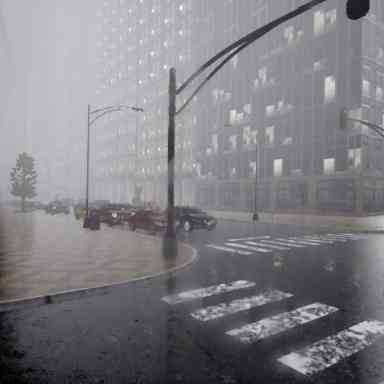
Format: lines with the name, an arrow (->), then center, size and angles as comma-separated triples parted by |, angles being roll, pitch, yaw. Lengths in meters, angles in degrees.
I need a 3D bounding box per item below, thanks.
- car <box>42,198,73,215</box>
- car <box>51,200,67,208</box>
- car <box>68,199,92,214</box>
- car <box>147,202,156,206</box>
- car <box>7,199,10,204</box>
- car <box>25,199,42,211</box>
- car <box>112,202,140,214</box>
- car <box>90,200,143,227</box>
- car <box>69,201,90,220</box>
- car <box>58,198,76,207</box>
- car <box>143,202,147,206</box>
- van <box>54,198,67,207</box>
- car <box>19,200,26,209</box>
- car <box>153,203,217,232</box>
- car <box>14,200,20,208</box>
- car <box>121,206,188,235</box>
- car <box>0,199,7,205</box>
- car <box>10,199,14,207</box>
car -> -15.346, 1.742, 37.966 | 1.967, 1.590, 4.097 | 1, -1, -35
car -> -24.455, 2.165, 61.058 | 1.812, 1.442, 4.674 | 1, -1, -34
car -> -12.044, 1.821, 37.802 | 2.128, 1.511, 4.902 | 1, -1, -35
car -> -5.221, 1.838, 38.119 | 1.967, 1.590, 4.097 | 1, -1, -35
car -> -34.915, 2.212, 65.890 | 1.802, 1.307, 4.206 | 1, -1, -35
car -> -21.869, 1.962, 47.273 | 2.008, 1.369, 4.403 | 1, -1, -35
car -> -8.580, 1.980, 42.911 | 1.752, 1.417, 4.829 | 1, -1, -35
car -> -5.561, 1.578, 24.003 | 1.967, 1.590, 4.097 | 1, -1, -35
car -> -8.725, 1.716, 28.517 | 1.752, 1.417, 4.829 | 1, -1, -35
car -> -24.790, 2.042, 66.046 | 2.192, 1.841, 5.009 | 1, -1, -35
car -> -6.121, 1.734, 29.330 | 1.837, 1.490, 4.892 | 1, -1, -35
van -> -28.052, 2.122, 70.701 | 1.690, 1.788, 3.998 | 1, -1, -35
car -> -25.130, 2.032, 51.927 | 1.947, 1.339, 4.313 | 1, -1, -35
car -> -0.353, 1.638, 21.095 | 1.837, 1.490, 4.892 | 1, -1, -33
car -> -28.392, 2.065, 56.582 | 1.887, 1.381, 4.507 | 1, -1, -35
car -> -2.300, 1.665, 19.347 | 1.802, 1.307, 4.206 | 1, -1, -35
car -> -41.438, 2.290, 75.199 | 2.008, 1.369, 4.403 | 1, -1, -35
car -> -31.654, 2.126, 61.236 | 2.008, 1.369, 4.403 | 1, -1, -35
